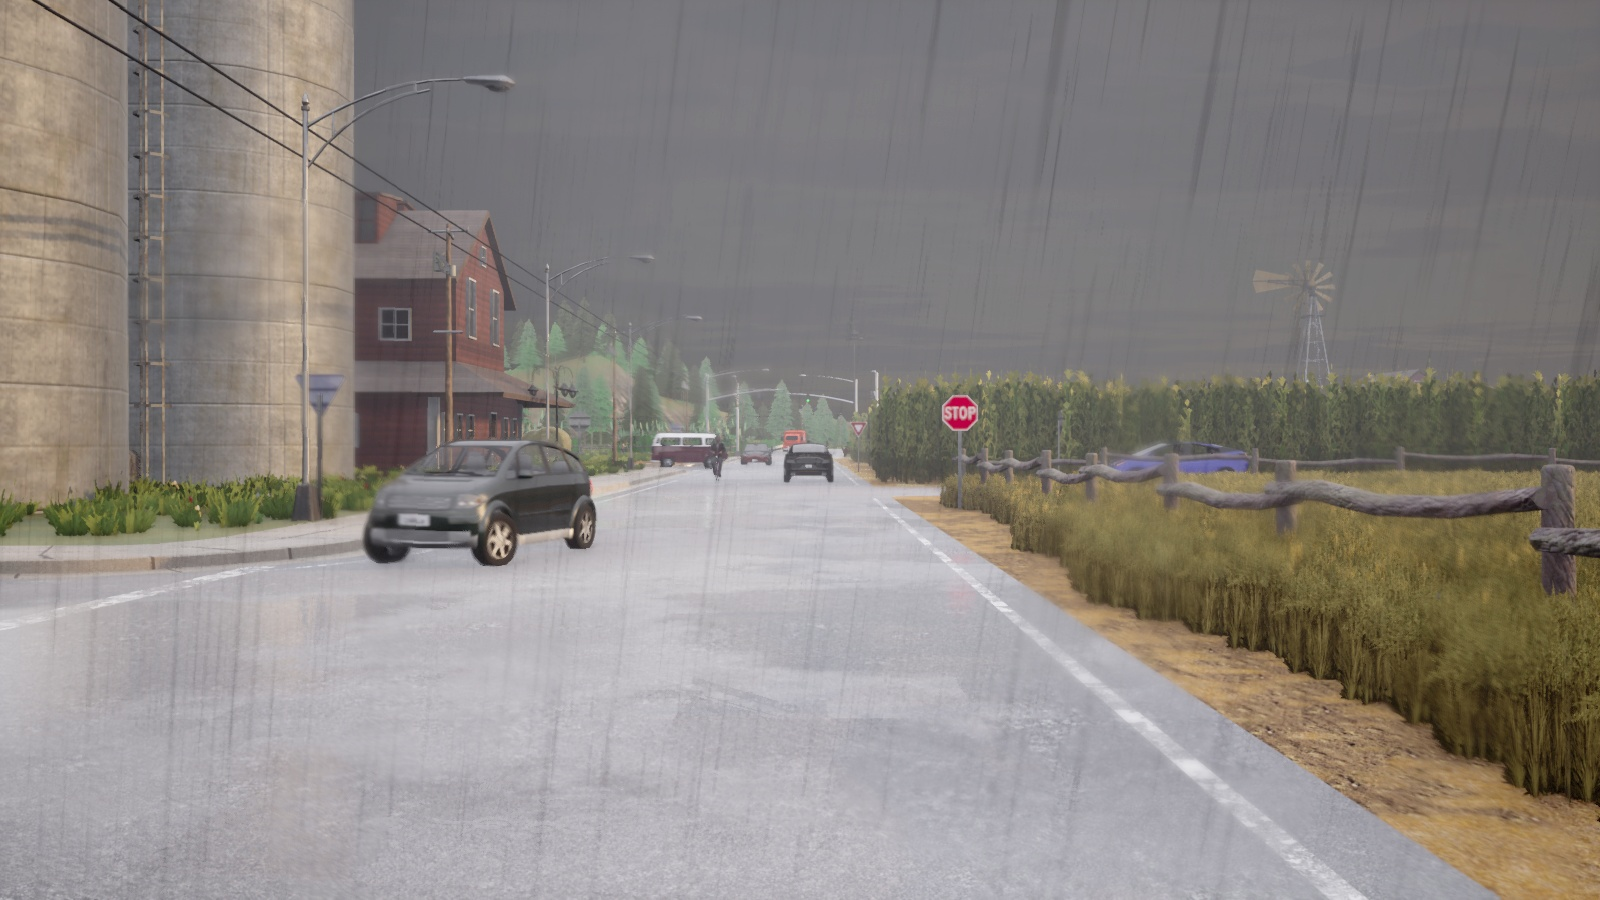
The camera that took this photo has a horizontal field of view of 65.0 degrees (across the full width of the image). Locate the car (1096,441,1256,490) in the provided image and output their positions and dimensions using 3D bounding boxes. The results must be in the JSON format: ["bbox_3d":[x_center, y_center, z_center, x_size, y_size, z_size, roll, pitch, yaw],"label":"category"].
[{"bbox_3d":[11.994,0.476,40.265,4.514,1.525,2.007,0,0,0],"label":"car"}]

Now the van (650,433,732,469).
[{"bbox_3d":[-6.216,0.045,71.438,4.480,2.038,2.069,0,1,-9],"label":"van"}]

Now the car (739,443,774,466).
[{"bbox_3d":[-2.928,0.265,84.818,2.163,1.488,4.792,0,0,0],"label":"car"}]

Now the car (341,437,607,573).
[{"bbox_3d":[-4.118,0.631,16.483,1.789,1.549,3.705,1,0,14],"label":"car"}]

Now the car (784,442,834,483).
[{"bbox_3d":[0.341,0.444,49.732,1.882,1.535,5.008,0,0,0],"label":"car"}]
